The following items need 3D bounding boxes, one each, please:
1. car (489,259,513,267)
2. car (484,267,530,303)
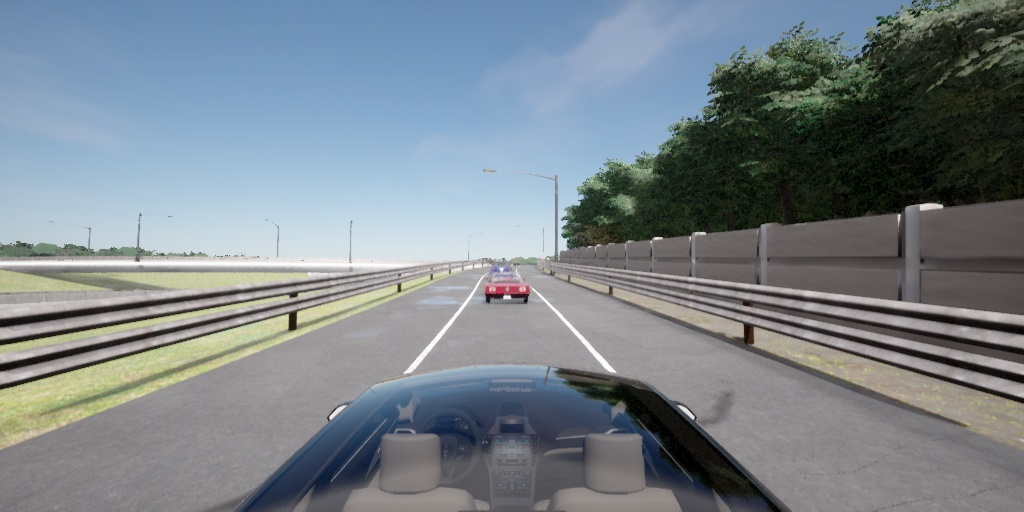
[{"bbox_3d":[-0.945,1.142,31.615,2.097,1.767,4.553,0,0,-2],"label":"car"},{"bbox_3d":[-0.261,1.380,16.659,1.895,1.301,4.718,0,0,-2],"label":"car"}]
